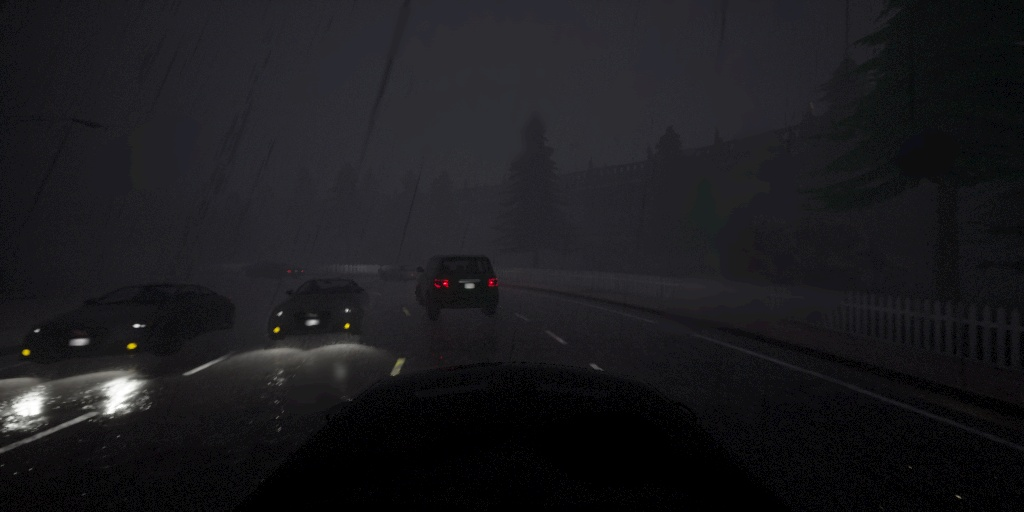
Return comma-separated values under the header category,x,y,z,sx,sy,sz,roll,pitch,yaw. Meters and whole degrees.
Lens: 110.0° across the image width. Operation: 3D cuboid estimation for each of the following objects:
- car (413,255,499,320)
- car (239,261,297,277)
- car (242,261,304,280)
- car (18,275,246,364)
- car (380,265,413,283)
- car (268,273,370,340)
category,x,y,z,sx,sy,sz,roll,pitch,yaw
car,-2.150,0.974,13.061,2.150,2.045,5.566,0,0,-20
car,-24.402,1.295,35.844,5.008,1.535,1.882,0,0,13
car,-20.692,1.354,31.404,5.357,1.411,2.033,0,0,21
car,-8.226,1.338,8.246,1.994,1.385,4.181,0,0,-17
car,-8.359,1.369,27.725,4.718,1.301,1.895,0,0,44
car,-5.147,1.328,10.068,1.994,1.385,4.181,0,0,-18
